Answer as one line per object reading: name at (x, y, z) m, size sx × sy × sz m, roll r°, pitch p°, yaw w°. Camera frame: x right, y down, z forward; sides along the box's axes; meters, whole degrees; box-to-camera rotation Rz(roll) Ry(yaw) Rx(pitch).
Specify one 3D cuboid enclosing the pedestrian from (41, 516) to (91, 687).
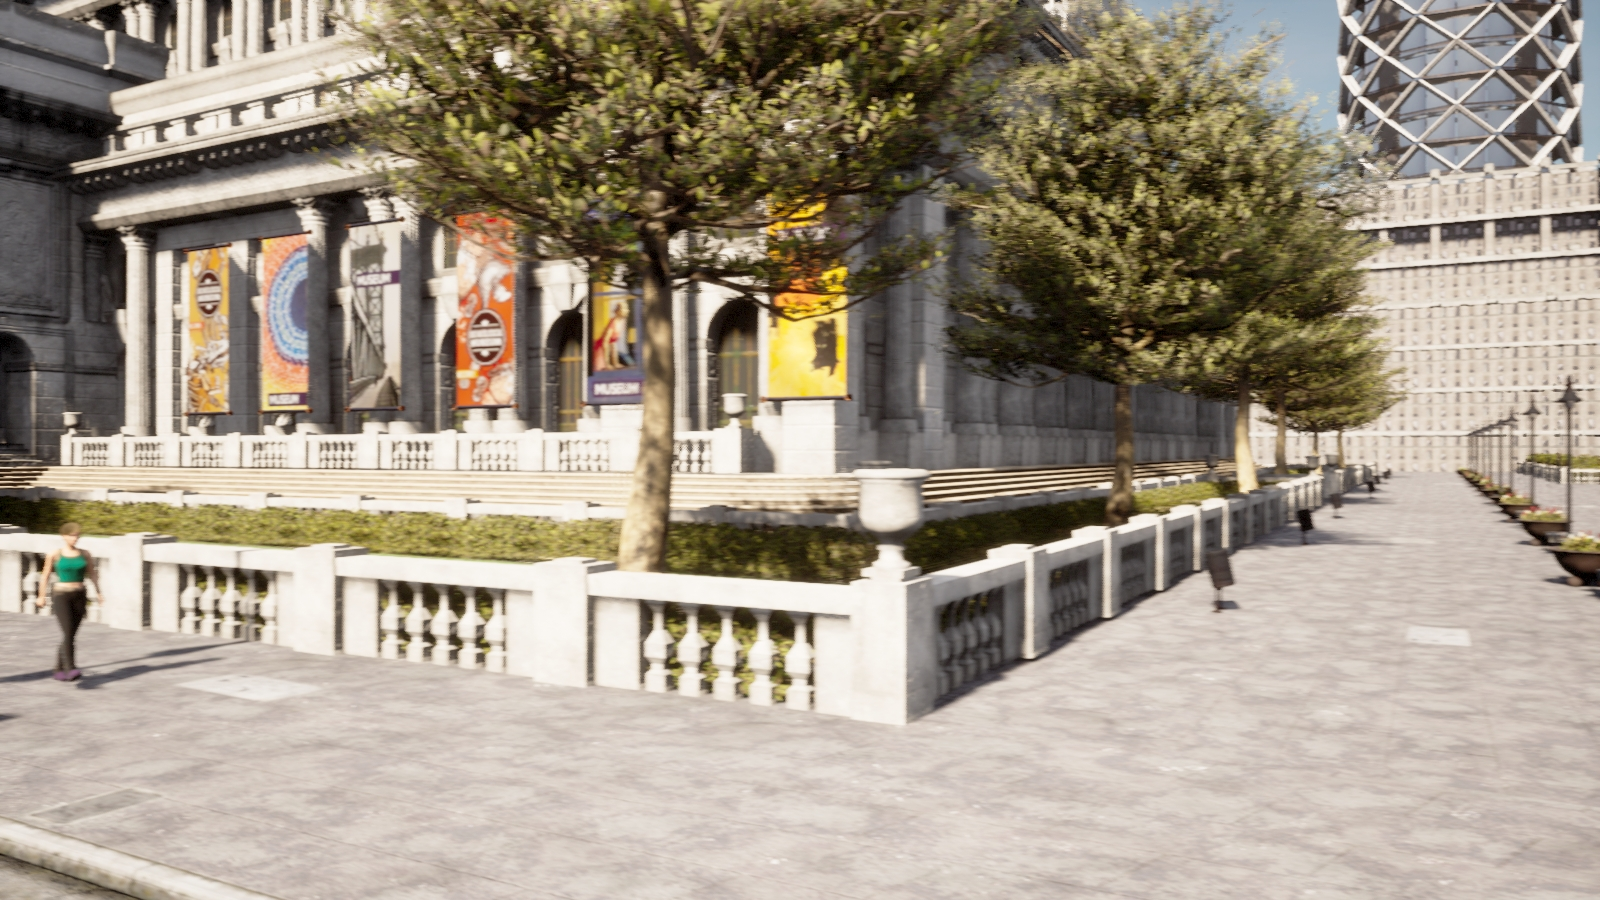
pedestrian at (-8.282, 1.695, 12.895) m, size 0.375 × 1.860 × 0.375 m, roll 0°, pitch 0°, yaw 40°
